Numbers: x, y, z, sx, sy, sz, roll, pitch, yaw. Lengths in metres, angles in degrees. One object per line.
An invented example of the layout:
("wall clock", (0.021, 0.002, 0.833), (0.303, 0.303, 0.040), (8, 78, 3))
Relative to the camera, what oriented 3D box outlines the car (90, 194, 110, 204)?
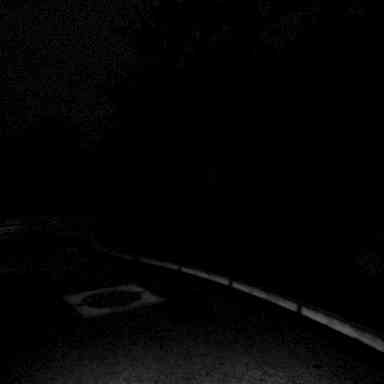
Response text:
("car", (-15.823, 1.152, 58.662), (2.097, 1.767, 4.553), (-2, 0, 29))
